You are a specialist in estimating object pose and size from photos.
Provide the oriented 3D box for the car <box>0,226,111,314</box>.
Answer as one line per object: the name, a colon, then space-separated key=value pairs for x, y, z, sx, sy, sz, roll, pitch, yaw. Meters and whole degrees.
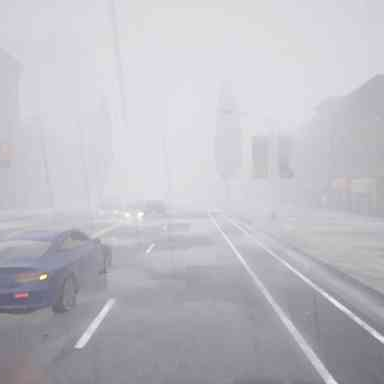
car: x=-3.150 y=1.494 z=7.397 sx=1.812 sy=1.442 sz=4.674 roll=0 pitch=0 yaw=0

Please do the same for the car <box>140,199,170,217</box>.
car: x=-3.150 y=1.414 z=29.743 sx=1.837 sy=1.490 sz=4.892 roll=0 pitch=0 yaw=0

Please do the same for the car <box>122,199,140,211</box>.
car: x=-6.588 y=1.526 z=39.686 sx=1.895 sy=1.301 sz=4.718 roll=0 pitch=0 yaw=0

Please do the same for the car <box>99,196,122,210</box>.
car: x=-9.832 y=1.281 z=40.606 sx=2.097 sy=1.767 sz=4.553 roll=0 pitch=0 yaw=0

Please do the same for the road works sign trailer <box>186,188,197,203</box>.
road works sign trailer: x=0.002 y=0.752 z=78.974 sx=2.380 sy=3.560 sz=2.880 roll=0 pitch=-1 yaw=0
